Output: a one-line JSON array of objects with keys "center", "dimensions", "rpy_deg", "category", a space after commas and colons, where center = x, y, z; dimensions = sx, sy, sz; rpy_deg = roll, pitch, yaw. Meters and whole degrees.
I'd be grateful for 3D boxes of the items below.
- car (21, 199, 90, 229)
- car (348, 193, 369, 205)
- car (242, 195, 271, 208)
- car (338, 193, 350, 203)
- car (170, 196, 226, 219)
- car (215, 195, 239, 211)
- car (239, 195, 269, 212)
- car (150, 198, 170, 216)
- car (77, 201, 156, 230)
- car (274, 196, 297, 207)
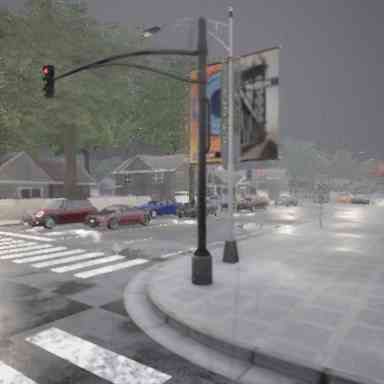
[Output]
[{"center": [-8.200, 1.251, 20.907], "dimensions": [2.097, 1.767, 4.553], "rpy_deg": [0, 0, 36], "category": "car"}, {"center": [26.335, 1.238, 52.077], "dimensions": [1.994, 1.385, 4.181], "rpy_deg": [0, 0, 36], "category": "car"}, {"center": [8.625, 1.220, 44.368], "dimensions": [1.882, 1.535, 5.008], "rpy_deg": [0, 0, 36], "category": "car"}, {"center": [27.923, 0.989, 59.880], "dimensions": [2.097, 1.767, 4.553], "rpy_deg": [0, 0, 36], "category": "car"}, {"center": [0.614, 1.348, 27.642], "dimensions": [1.837, 1.490, 4.892], "rpy_deg": [0, 0, 35], "category": "car"}, {"center": [2.793, 1.147, 36.257], "dimensions": [2.097, 1.767, 4.553], "rpy_deg": [0, 0, 36], "category": "car"}, {"center": [6.515, 1.266, 35.876], "dimensions": [1.882, 1.535, 5.008], "rpy_deg": [0, 0, 36], "category": "car"}, {"center": [-2.837, 1.325, 28.404], "dimensions": [1.882, 1.535, 5.008], "rpy_deg": [0, 0, 36], "category": "car"}, {"center": [-4.516, 1.457, 20.470], "dimensions": [1.994, 1.385, 4.181], "rpy_deg": [0, 0, 36], "category": "car"}, {"center": [12.460, 1.227, 44.118], "dimensions": [2.128, 1.511, 4.902], "rpy_deg": [0, 0, 36], "category": "car"}]
